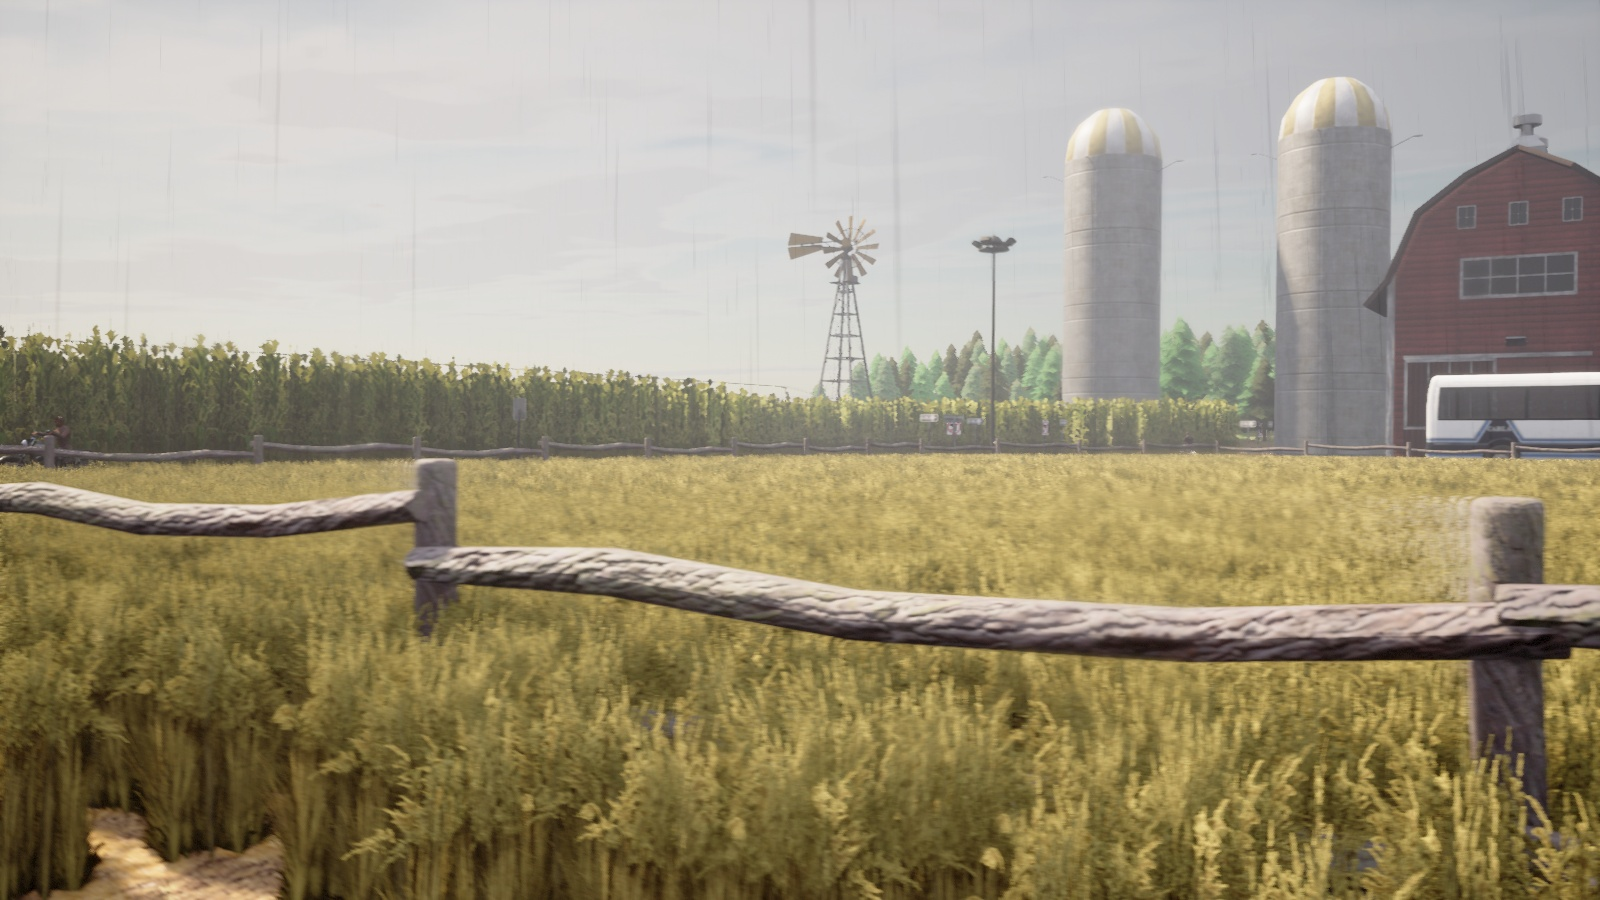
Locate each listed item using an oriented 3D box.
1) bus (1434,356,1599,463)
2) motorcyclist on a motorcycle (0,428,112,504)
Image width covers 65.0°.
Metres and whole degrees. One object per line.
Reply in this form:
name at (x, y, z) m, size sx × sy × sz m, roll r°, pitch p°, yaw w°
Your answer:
bus at (32.044, -1.634, 51.716) m, size 10.273 × 4.253 × 3.944 m, roll -1°, pitch 1°, yaw 31°
motorcyclist on a motorcycle at (-16.944, 0.338, 28.373) m, size 0.766 × 1.649 × 2.350 m, roll 0°, pitch 1°, yaw 34°
